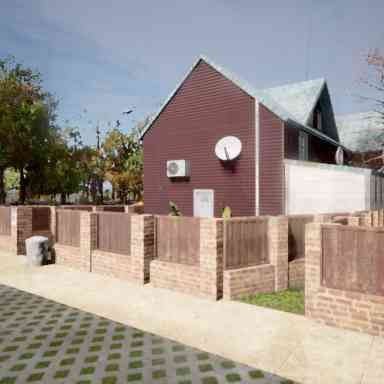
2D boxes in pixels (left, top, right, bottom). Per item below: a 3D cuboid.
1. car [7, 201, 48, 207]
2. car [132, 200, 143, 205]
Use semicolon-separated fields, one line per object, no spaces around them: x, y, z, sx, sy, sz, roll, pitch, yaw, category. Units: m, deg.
-15.330;1.571;29.834;1.837;1.490;4.892;0;0;36;car
-5.656;1.598;43.350;1.882;1.535;5.008;0;0;36;car
